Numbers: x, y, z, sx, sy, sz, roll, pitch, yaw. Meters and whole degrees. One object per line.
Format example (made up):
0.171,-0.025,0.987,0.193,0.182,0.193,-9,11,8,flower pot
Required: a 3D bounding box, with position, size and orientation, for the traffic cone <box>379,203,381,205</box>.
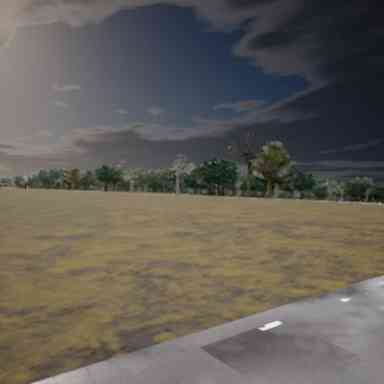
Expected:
35.177,2.047,62.239,0.340,0.580,0.340,1,0,-13,traffic cone
